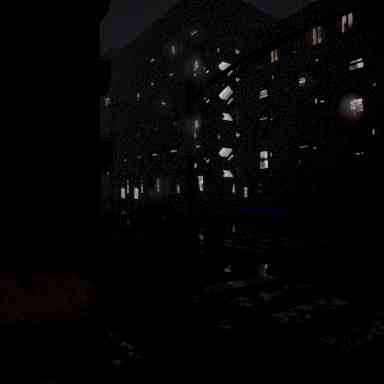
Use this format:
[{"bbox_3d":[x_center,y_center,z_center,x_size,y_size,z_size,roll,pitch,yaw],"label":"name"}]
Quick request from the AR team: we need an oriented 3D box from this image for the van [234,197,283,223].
[{"bbox_3d":[4.892,1.280,24.904,1.690,1.788,3.998,0,0,-36],"label":"van"}]

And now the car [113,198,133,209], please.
[{"bbox_3d":[-8.416,1.463,43.227,1.887,1.381,4.507,-1,0,-36],"label":"car"}]

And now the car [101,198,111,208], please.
[{"bbox_3d":[-11.742,1.463,47.808,1.887,1.381,4.507,-1,0,-36],"label":"car"}]

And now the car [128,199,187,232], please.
[{"bbox_3d":[-1.899,1.441,19.995,1.967,1.590,4.097,0,0,-36],"label":"car"}]

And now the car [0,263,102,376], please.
[{"bbox_3d":[-3.602,1.525,3.995,4.829,1.417,1.752,0,0,-36],"label":"car"}]
